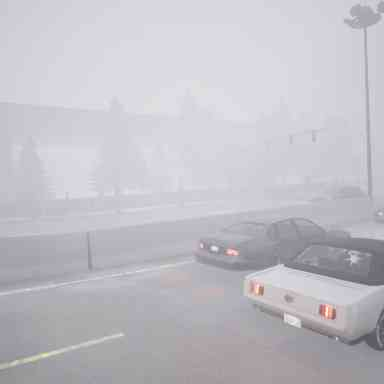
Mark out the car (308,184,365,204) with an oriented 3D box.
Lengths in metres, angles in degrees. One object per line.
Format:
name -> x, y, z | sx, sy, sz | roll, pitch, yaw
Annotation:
car -> 10.654, 0.377, 24.471 | 4.553, 1.767, 2.097 | -4, 3, -30

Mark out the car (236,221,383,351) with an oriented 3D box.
car -> 3.251, 1.506, 6.092 | 4.718, 1.301, 1.895 | -2, 1, -36

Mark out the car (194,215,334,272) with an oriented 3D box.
car -> 2.616, 1.400, 9.944 | 5.357, 1.411, 2.033 | -3, 1, -36

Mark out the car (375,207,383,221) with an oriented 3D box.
car -> 10.764, 0.867, 15.808 | 5.357, 1.411, 2.033 | -4, 2, -36
